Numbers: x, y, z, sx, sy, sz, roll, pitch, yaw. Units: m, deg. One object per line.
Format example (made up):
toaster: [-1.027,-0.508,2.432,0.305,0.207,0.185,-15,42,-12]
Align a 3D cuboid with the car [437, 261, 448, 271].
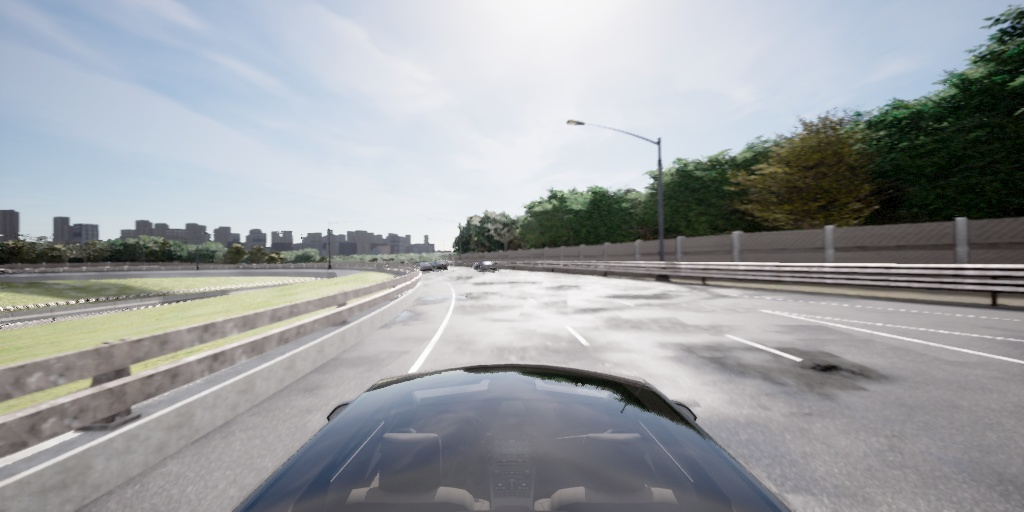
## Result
car: [-11.768,1.581,57.073,1.837,1.490,4.892,-1,0,-31]

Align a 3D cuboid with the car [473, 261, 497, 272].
car: [-3.855,1.447,49.973,2.033,1.411,5.357,-1,0,-25]

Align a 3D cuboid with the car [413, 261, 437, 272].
car: [-13.191,1.645,52.752,2.033,1.411,5.357,-1,0,-30]
